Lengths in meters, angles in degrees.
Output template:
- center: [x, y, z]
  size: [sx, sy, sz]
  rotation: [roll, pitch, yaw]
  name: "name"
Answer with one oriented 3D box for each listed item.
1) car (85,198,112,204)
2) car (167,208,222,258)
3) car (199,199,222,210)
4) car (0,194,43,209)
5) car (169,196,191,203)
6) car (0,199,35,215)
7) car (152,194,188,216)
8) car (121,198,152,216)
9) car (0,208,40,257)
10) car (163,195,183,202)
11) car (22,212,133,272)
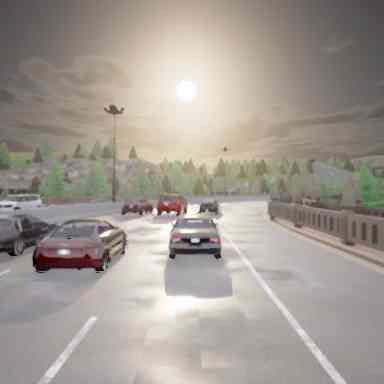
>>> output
- center: [-11.179, 1.513, 39.969]
  size: [1.837, 1.490, 4.892]
  rotation: [0, 0, 14]
  name: "car"
- center: [0.107, 1.549, 12.813]
  size: [2.033, 1.411, 5.357]
  rotation: [0, 0, 0]
  name: "car"
- center: [1.848, 1.482, 33.279]
  size: [1.837, 1.490, 4.892]
  rotation: [0, 0, 11]
  name: "car"
- center: [-16.401, 1.233, 31.389]
  size: [2.150, 2.045, 5.566]
  rotation: [0, 0, 8]
  name: "car"
- center: [-2.533, 1.528, 70.141]
  size: [2.033, 1.411, 5.357]
  rotation: [0, 0, 31]
  name: "car"
- center: [-19.231, 1.525, 35.598]
  size: [1.837, 1.490, 4.892]
  rotation: [0, 0, 11]
  name: "car"
- center: [-1.855, 1.207, 32.720]
  size: [2.150, 2.045, 5.566]
  rotation: [0, 0, 10]
  name: "car"
- center: [-5.290, 1.344, 33.005]
  size: [2.097, 1.767, 4.553]
  rotation: [0, 0, 10]
  name: "car"
- center: [-6.893, 1.549, 12.860]
  size: [2.033, 1.411, 5.357]
  rotation: [0, 0, 0]
  name: "car"
- center: [-4.216, 1.471, 74.002]
  size: [1.882, 1.535, 5.008]
  rotation: [0, 0, 31]
  name: "car"
- center: [-3.397, 1.565, 10.824]
  size: [1.994, 1.385, 4.181]
  rotation: [0, 0, 0]
  name: "car"
